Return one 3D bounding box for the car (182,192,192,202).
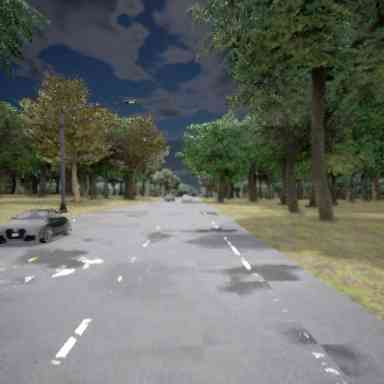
[{"bbox_3d":[-0.928,1.217,64.118,1.812,1.442,4.674,-1,0,-1],"label":"car"}]

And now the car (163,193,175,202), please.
[{"bbox_3d":[-4.452,1.077,65.685,2.097,1.767,4.553,-1,0,0],"label":"car"}]

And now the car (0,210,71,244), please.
[{"bbox_3d":[-7.210,1.539,15.528,1.994,1.385,4.181,-1,0,-1],"label":"car"}]
